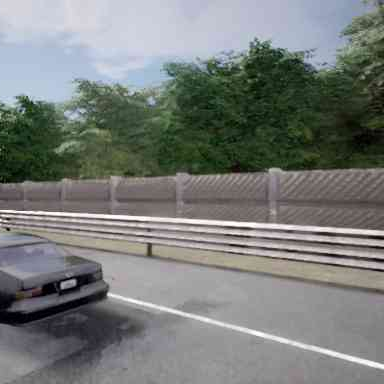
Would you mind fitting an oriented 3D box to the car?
[{"bbox_3d":[-4.060,1.564,6.891,5.357,1.411,2.033,0,0,36],"label":"car"}]
